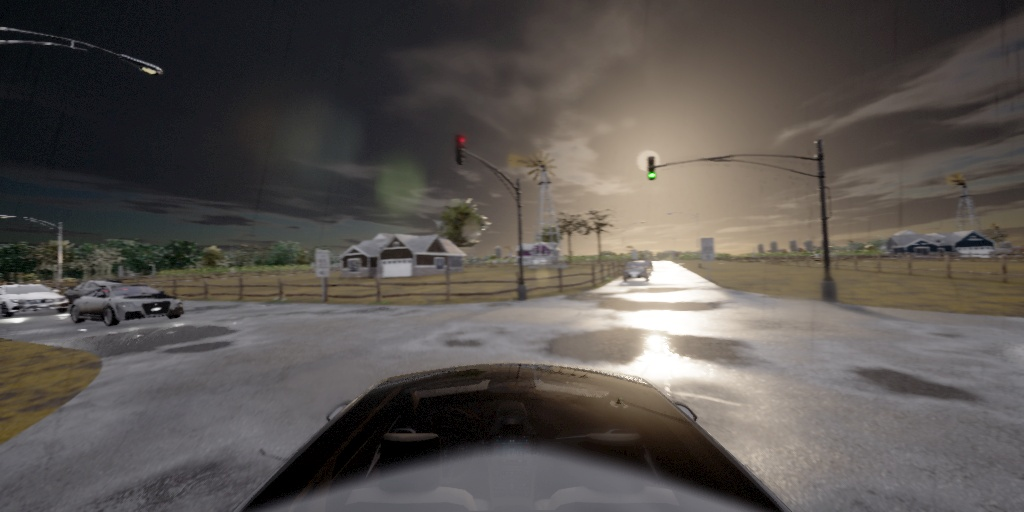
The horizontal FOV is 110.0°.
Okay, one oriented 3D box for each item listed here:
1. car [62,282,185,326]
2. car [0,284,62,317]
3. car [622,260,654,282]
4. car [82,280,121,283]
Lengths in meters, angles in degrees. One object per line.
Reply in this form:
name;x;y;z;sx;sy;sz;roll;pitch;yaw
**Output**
car;-14.857;1.826;13.889;4.181;1.385;1.994;-2;-2;22
car;-24.145;2.125;17.716;4.674;1.442;1.812;-2;-2;22
car;9.920;1.169;28.555;2.128;1.511;4.902;-3;-1;23
car;-25.881;2.292;22.432;4.892;1.490;1.837;-2;-2;22
